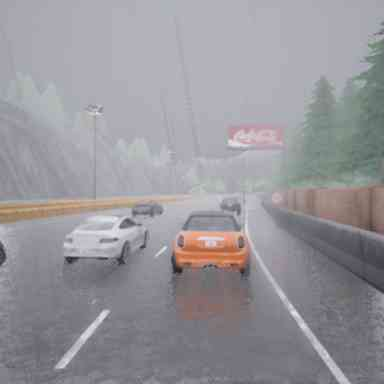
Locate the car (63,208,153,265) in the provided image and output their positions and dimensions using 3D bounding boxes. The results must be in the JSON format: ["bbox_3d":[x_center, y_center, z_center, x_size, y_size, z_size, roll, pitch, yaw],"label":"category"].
[{"bbox_3d":[-2.812,1.507,11.578,1.812,1.442,4.674,0,0,5],"label":"car"}]

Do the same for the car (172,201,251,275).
[{"bbox_3d":[0.642,1.346,10.679,2.097,1.767,4.553,0,0,4],"label":"car"}]

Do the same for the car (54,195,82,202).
[{"bbox_3d":[-16.035,1.261,42.931,2.097,1.767,4.553,0,0,10],"label":"car"}]

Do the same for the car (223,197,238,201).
[{"bbox_3d":[4.041,1.340,34.729,2.097,1.767,4.553,0,0,9],"label":"car"}]

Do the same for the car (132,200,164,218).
[{"bbox_3d":[-3.879,1.455,29.727,2.128,1.511,4.902,0,0,9],"label":"car"}]

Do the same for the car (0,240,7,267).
[{"bbox_3d":[-6.557,1.534,8.193,1.994,1.385,4.181,0,0,3],"label":"car"}]
